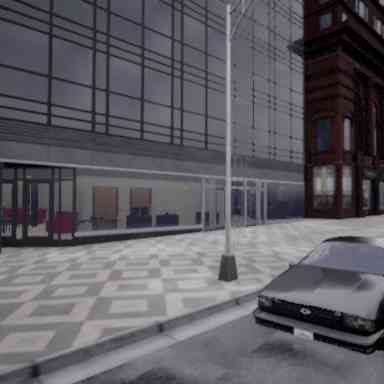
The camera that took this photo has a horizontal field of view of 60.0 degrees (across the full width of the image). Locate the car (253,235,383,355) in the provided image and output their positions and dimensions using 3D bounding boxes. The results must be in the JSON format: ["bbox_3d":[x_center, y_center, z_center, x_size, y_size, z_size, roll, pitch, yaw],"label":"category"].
[{"bbox_3d":[3.347,1.626,6.652,2.033,1.411,5.357,-1,-1,42],"label":"car"}]
